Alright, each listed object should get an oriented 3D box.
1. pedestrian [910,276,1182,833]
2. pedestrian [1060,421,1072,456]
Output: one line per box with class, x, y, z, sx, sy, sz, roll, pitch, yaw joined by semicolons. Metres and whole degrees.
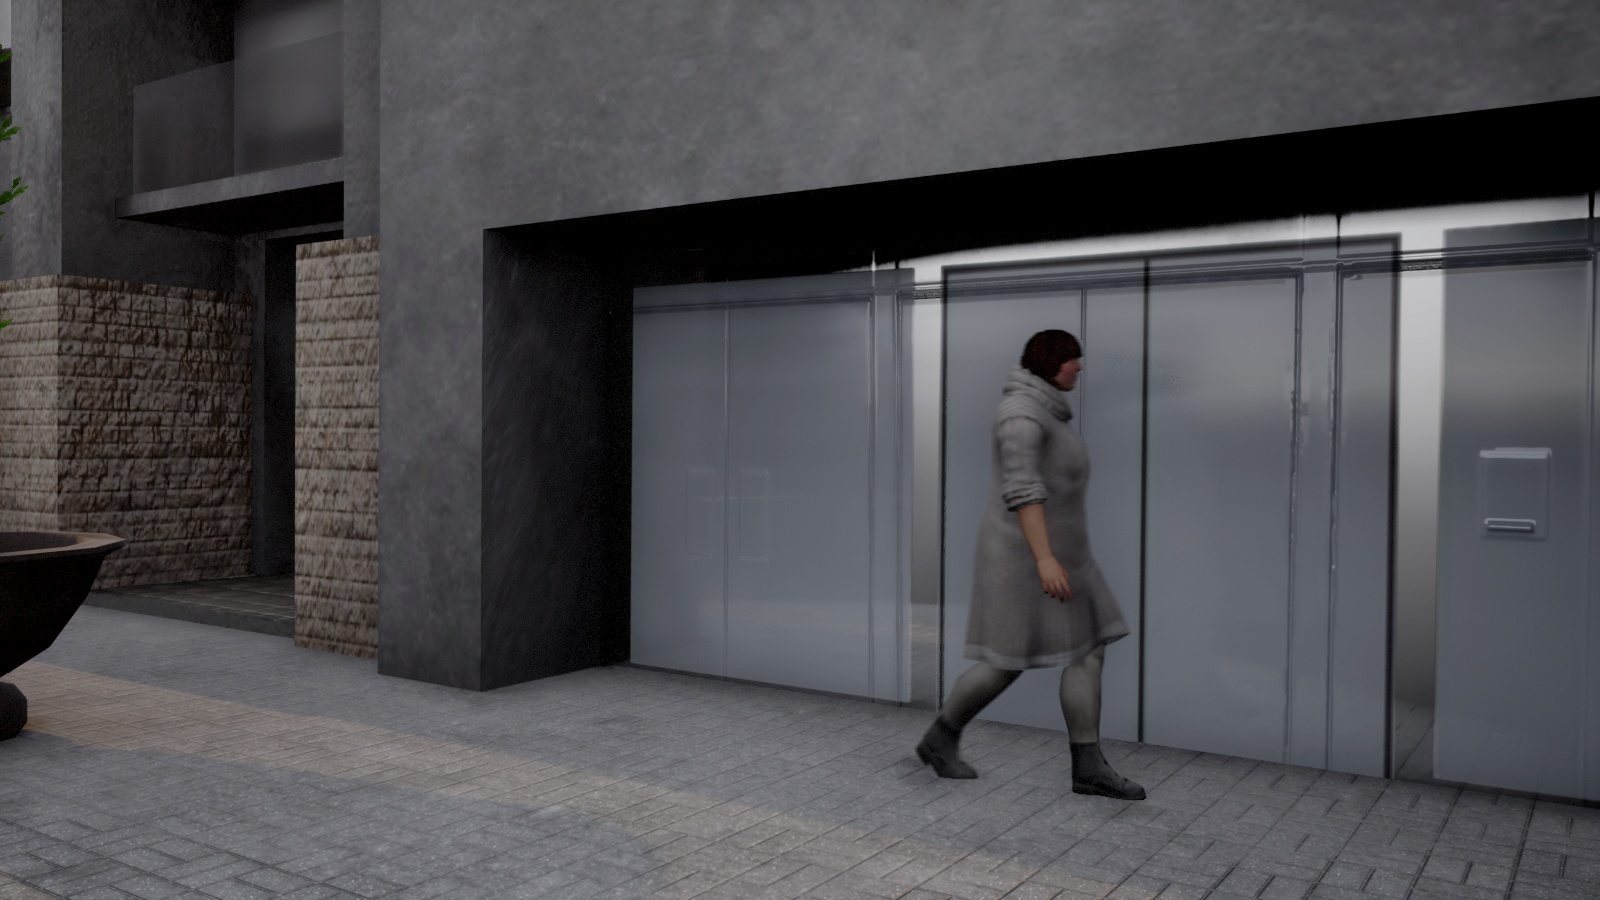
pedestrian;0.969;0.365;4.894;0.873;1.952;0.659;0;1;28
pedestrian;14.195;-0.602;66.976;0.376;1.854;0.720;0;1;33
